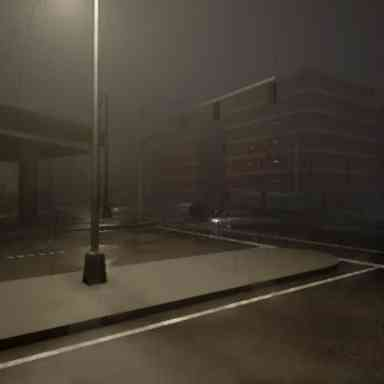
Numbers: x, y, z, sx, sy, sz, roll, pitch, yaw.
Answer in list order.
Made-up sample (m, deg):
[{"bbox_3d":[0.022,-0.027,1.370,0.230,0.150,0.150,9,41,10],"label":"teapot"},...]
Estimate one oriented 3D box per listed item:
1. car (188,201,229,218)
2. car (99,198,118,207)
[{"bbox_3d":[1.450,1.618,31.219,1.812,1.442,4.674,0,1,-36],"label":"car"},{"bbox_3d":[-13.145,1.594,50.983,2.033,1.411,5.357,0,0,-36],"label":"car"}]
